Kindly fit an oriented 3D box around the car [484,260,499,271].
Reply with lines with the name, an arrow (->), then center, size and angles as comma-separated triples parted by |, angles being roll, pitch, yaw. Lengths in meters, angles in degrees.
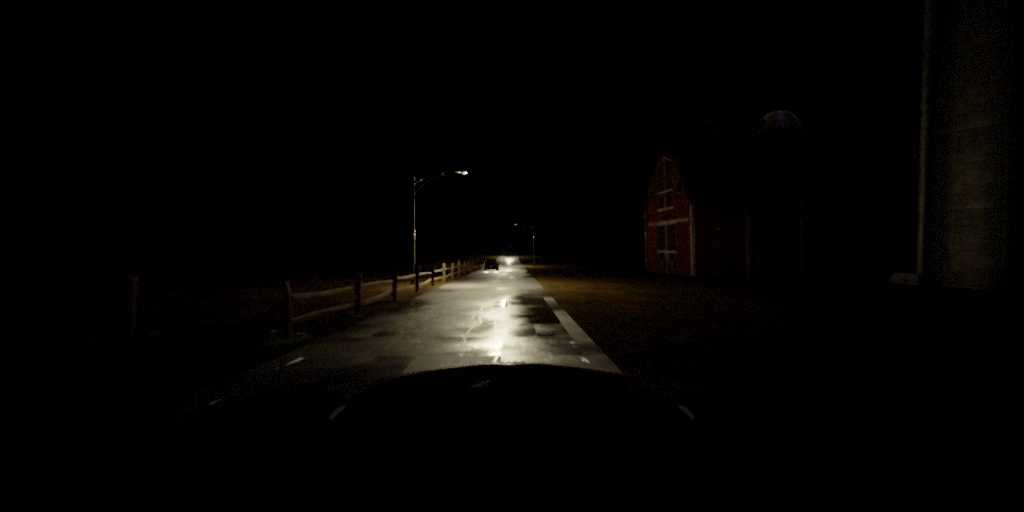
car -> -2.657, 1.218, 48.175 | 2.033, 1.411, 5.357 | 0, 0, 0
